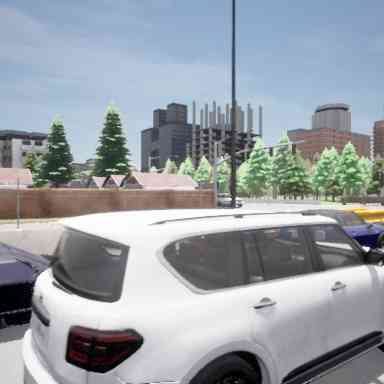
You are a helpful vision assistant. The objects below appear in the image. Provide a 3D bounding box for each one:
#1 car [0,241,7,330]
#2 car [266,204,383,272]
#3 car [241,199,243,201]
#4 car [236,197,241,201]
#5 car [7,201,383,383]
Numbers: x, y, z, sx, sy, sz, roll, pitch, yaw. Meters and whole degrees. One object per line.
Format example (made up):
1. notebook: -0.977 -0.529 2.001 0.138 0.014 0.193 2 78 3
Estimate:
1. car: -3.644 1.548 5.449 5.357 1.411 2.033 0 0 -36
2. car: 4.948 1.375 11.564 4.553 1.767 2.097 0 0 -35
3. car: 5.626 1.299 51.773 2.150 2.045 5.566 0 0 -33
4. car: 4.071 1.617 47.765 2.033 1.411 5.357 0 0 -33
5. car: 0.891 1.230 4.377 5.566 2.045 2.150 0 0 -36
